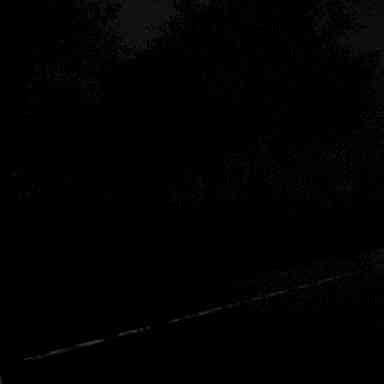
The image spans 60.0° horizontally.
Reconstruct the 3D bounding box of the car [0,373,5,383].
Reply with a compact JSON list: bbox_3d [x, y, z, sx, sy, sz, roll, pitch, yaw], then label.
[{"bbox_3d":[-3.299,1.352,1.394,4.553,1.767,2.097,0,0,-35],"label":"car"}]
